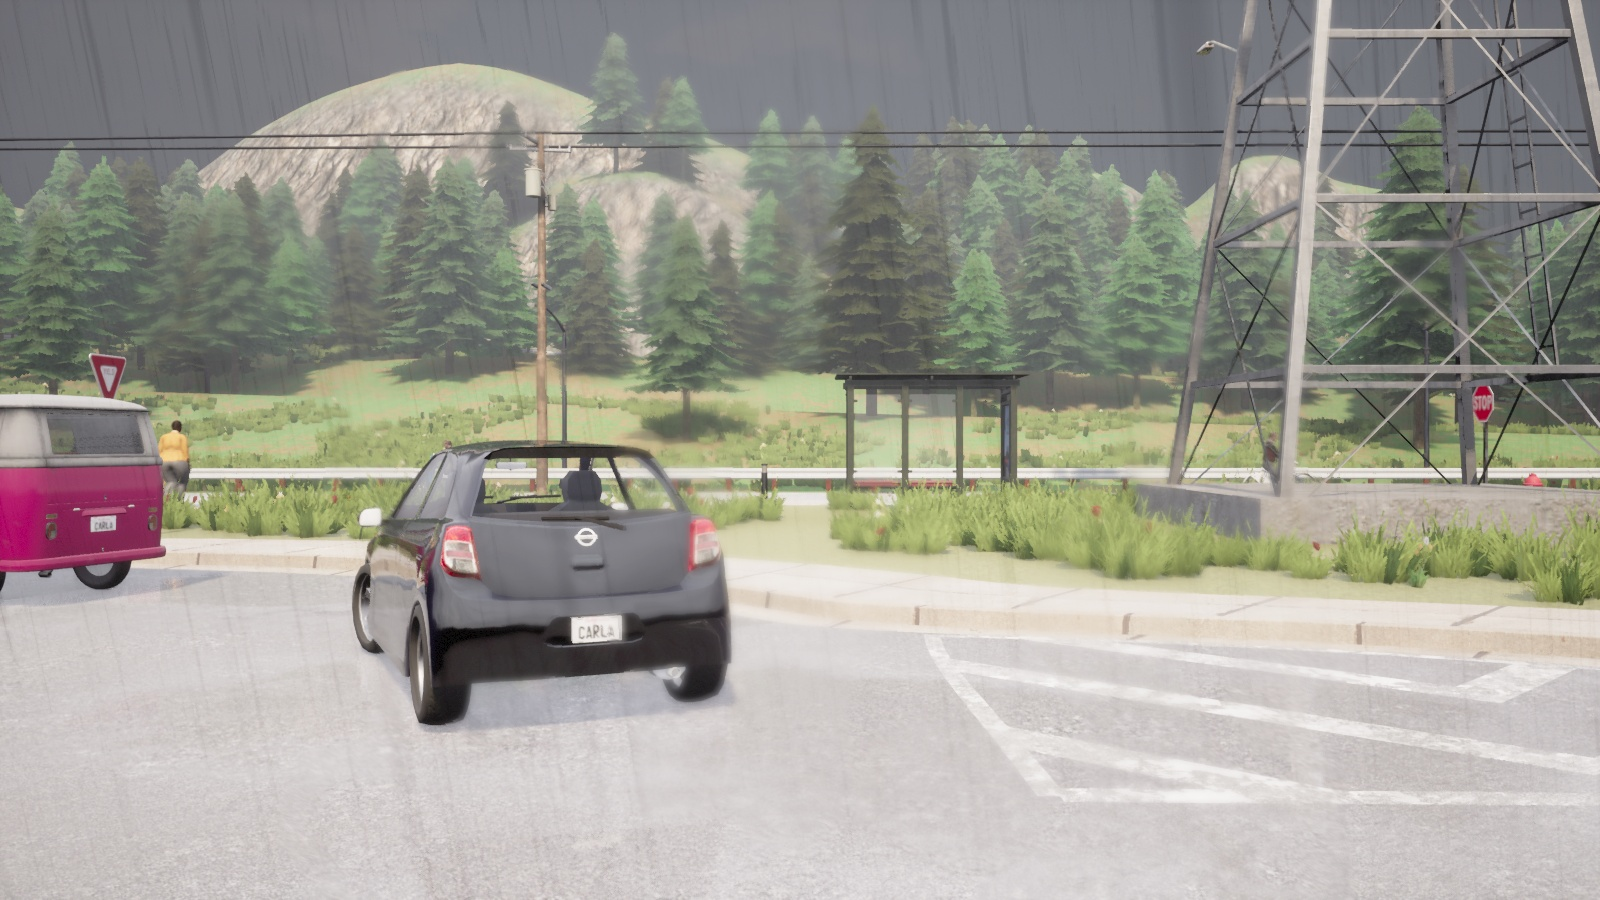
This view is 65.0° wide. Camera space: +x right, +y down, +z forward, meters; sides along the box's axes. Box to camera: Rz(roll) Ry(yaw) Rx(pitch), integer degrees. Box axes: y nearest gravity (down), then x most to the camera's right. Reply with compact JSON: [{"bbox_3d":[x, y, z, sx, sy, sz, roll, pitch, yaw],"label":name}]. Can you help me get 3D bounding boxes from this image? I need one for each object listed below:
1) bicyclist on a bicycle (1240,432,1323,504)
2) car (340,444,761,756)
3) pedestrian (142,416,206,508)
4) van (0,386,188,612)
[{"bbox_3d":[12.133,0.448,31.649,1.843,1.776,0.659,0,0,1],"label":"bicyclist on a bicycle"},{"bbox_3d":[-1.817,0.713,8.088,1.845,1.501,3.633,0,0,-25],"label":"car"},{"bbox_3d":[-12.895,0.245,25.888,0.874,1.855,0.900,0,0,0],"label":"pedestrian"},{"bbox_3d":[-8.610,0.422,12.534,4.442,1.987,1.775,0,0,16],"label":"van"}]
